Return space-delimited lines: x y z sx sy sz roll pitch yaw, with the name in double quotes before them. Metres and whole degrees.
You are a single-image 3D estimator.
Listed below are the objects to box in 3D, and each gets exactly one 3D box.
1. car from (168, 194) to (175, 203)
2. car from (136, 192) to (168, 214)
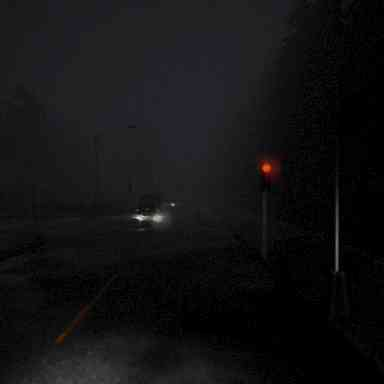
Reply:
"car" -3.924 1.135 56.557 1.812 1.442 4.674 0 0 0
"car" -3.966 1.096 32.487 2.150 2.045 5.566 0 2 1
